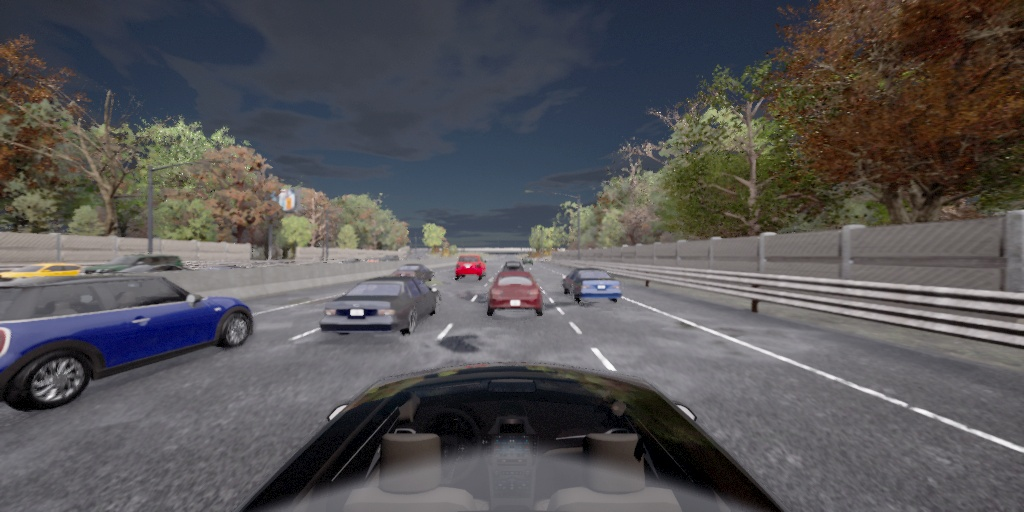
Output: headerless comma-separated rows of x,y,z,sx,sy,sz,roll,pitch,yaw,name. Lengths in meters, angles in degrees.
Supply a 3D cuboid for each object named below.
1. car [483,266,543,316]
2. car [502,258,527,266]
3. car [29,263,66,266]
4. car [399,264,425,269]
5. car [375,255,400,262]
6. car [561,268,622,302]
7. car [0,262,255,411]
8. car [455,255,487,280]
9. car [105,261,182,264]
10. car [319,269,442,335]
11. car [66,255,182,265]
0.099,1.256,13.222,1.812,1.442,4.674,0,0,0,car
0.101,1.207,30.990,1.837,1.490,4.892,0,0,0,car
-28.099,1.191,21.603,1.882,1.535,5.008,0,0,0,car
-6.901,1.258,25.356,2.033,1.411,5.357,0,0,0,car
-21.017,0.903,61.617,2.150,2.045,5.566,0,0,0,car
3.520,1.271,16.674,2.033,1.411,5.357,0,0,0,car
-6.902,1.093,6.261,2.097,1.767,4.553,0,0,0,car
-3.403,0.925,30.245,2.150,2.045,5.566,0,0,0,car
-21.099,1.220,20.814,1.837,1.490,4.892,0,0,0,car
-3.401,1.282,10.376,2.033,1.411,5.357,0,0,0,car
-24.599,0.933,23.548,2.150,2.045,5.566,0,0,0,car
